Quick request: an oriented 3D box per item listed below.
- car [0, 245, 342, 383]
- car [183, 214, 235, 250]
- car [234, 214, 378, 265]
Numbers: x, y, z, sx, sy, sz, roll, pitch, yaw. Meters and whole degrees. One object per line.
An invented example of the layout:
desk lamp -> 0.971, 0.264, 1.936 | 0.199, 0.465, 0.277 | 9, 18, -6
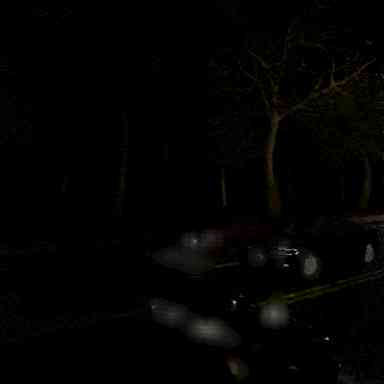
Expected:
car -> -1.031, 1.549, 2.702 | 5.357, 1.411, 2.033 | 0, 0, -36
car -> 1.723, 1.588, 12.895 | 4.181, 1.385, 1.994 | 0, 0, -35
car -> 3.891, 1.502, 10.450 | 5.008, 1.535, 1.882 | 0, 0, -35
